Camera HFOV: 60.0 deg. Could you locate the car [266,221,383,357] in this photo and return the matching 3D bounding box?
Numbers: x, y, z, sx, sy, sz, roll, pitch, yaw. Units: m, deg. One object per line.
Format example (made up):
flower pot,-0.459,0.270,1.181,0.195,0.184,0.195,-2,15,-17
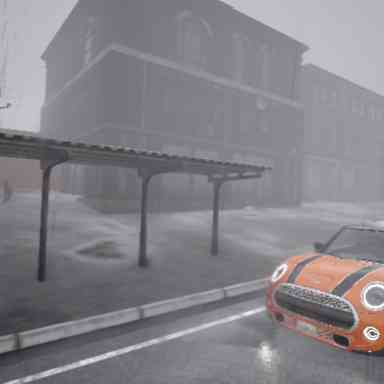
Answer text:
car,3.472,1.372,6.106,4.553,1.767,2.097,0,0,-36
